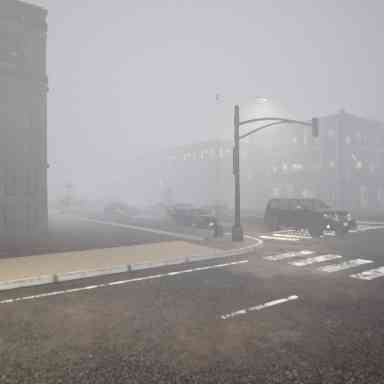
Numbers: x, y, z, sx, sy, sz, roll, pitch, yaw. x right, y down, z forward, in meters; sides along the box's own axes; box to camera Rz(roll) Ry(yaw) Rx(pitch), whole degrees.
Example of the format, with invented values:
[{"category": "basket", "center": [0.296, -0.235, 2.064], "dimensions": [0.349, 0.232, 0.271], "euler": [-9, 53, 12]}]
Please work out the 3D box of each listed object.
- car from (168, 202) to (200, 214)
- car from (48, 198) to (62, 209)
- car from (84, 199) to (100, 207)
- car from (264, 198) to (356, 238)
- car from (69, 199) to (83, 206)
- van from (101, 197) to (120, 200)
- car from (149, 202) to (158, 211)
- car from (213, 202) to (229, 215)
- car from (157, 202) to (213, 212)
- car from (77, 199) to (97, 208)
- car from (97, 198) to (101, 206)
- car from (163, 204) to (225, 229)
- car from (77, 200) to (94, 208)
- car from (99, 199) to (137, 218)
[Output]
[{"category": "car", "center": [-1.066, 1.904, 40.327], "dimensions": [1.802, 1.307, 4.206], "euler": [-2, 0, -35]}, {"category": "car", "center": [-23.819, 2.232, 57.904], "dimensions": [1.752, 1.417, 4.829], "euler": [-1, 0, -35]}, {"category": "car", "center": [-20.288, 2.227, 67.408], "dimensions": [1.887, 1.381, 4.507], "euler": [-1, 0, -35]}, {"category": "car", "center": [6.358, 1.327, 18.805], "dimensions": [2.150, 2.045, 5.566], "euler": [0, -2, -25]}, {"category": "car", "center": [-26.695, 2.364, 76.436], "dimensions": [1.947, 1.339, 4.313], "euler": [-1, 0, -35]}, {"category": "van", "center": [-13.885, 1.907, 58.381], "dimensions": [1.690, 1.788, 3.998], "euler": [-1, 0, -35]}, {"category": "car", "center": [-4.268, 1.966, 44.840], "dimensions": [1.802, 1.307, 4.206], "euler": [-2, 0, -35]}, {"category": "car", "center": [2.138, 1.809, 35.812], "dimensions": [2.008, 1.369, 4.403], "euler": [-2, 0, -35]}, {"category": "car", "center": [-0.708, 1.772, 29.834], "dimensions": [2.128, 1.511, 4.902], "euler": [-1, 0, -35]}, {"category": "car", "center": [-17.290, 1.842, 53.363], "dimensions": [1.812, 1.442, 4.674], "euler": [-1, 0, -35]}, {"category": "car", "center": [-17.090, 1.939, 62.894], "dimensions": [2.192, 1.841, 5.009], "euler": [-1, 0, -35]}, {"category": "car", "center": [0.034, 1.814, 24.088], "dimensions": [1.947, 1.339, 4.313], "euler": [-1, 0, -35]}, {"category": "car", "center": [-20.187, 2.194, 62.822], "dimensions": [1.812, 1.442, 4.674], "euler": [-1, 0, -35]}, {"category": "car", "center": [-7.901, 1.846, 35.474], "dimensions": [1.967, 1.590, 4.097], "euler": [-1, 0, -35]}]
